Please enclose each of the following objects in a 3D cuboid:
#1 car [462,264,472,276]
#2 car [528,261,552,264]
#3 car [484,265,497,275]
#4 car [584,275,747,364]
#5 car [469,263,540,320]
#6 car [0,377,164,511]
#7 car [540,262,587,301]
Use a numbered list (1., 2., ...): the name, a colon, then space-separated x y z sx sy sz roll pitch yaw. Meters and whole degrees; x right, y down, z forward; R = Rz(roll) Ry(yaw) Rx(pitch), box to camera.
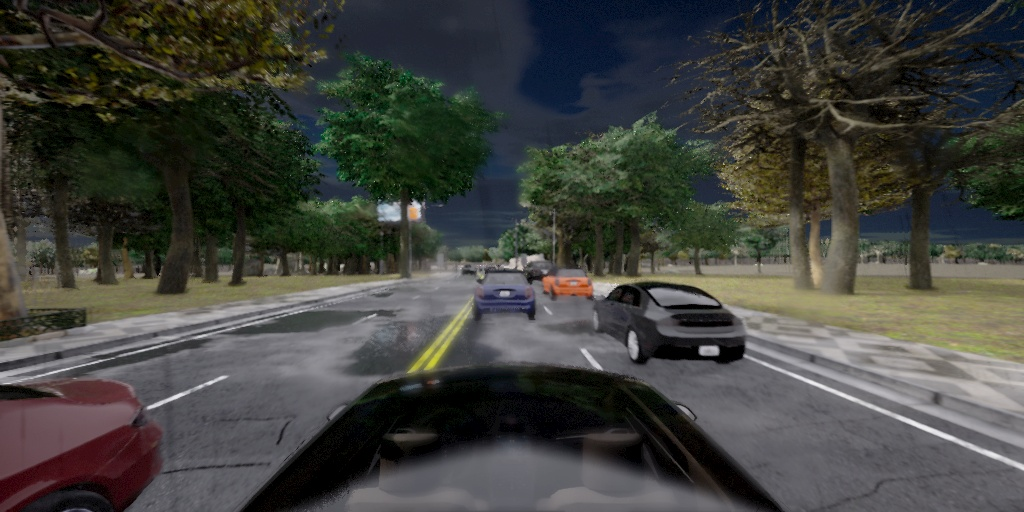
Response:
1. car: -6.081 1.978 51.679 2.097 1.767 4.553 0 -1 -6
2. car: 2.247 1.422 30.554 2.150 2.045 5.566 0 -1 -7
3. car: -3.659 2.283 59.721 1.837 1.490 4.892 0 -1 -7
4. car: 3.196 1.344 8.309 1.837 1.490 4.892 0 -1 -1
5. car: -0.279 1.276 13.687 2.097 1.767 4.553 0 -1 -1
6. car: -3.379 1.264 0.630 1.812 1.442 4.674 0 -1 0
7. car: 2.889 1.363 19.394 2.097 1.767 4.553 0 -1 -2
